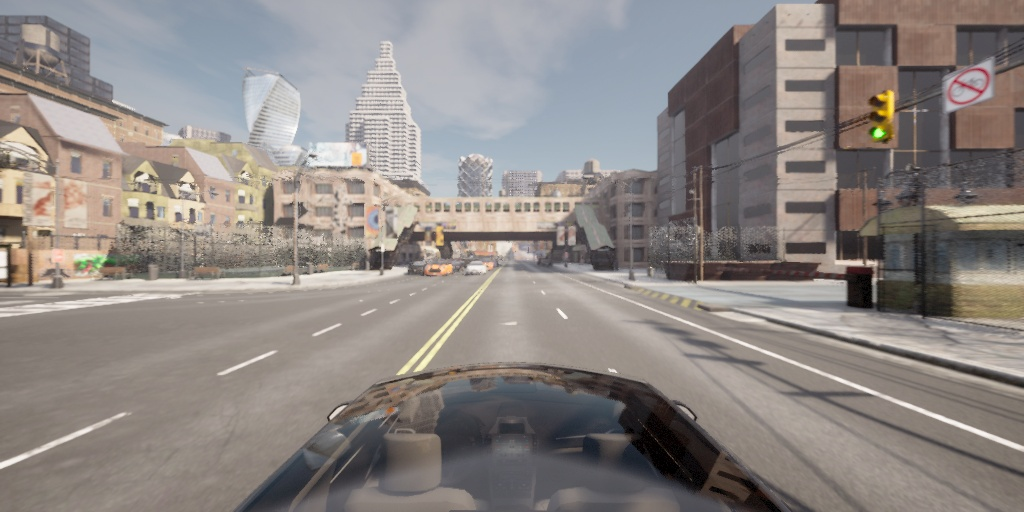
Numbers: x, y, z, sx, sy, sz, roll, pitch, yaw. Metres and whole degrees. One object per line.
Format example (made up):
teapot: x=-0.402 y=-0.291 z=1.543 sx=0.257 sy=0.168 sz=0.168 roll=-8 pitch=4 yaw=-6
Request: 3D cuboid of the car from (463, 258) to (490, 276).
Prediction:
car: x=-3.679 y=1.279 z=37.520 sx=1.812 sy=1.442 sz=4.674 roll=0 pitch=0 yaw=0

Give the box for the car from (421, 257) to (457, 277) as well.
car: x=-7.188 y=1.116 z=35.743 sx=2.097 sy=1.767 sz=4.553 roll=0 pitch=0 yaw=1

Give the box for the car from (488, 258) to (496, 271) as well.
car: x=-3.648 y=1.102 z=49.803 sx=2.097 sy=1.767 sz=4.553 roll=0 pitch=0 yaw=-1

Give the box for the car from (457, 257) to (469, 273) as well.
car: x=-7.096 y=1.249 z=44.522 sx=2.128 sy=1.511 sz=4.902 roll=0 pitch=0 yaw=1

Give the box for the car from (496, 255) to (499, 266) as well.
car: x=-3.720 y=1.103 z=58.507 sx=2.097 sy=1.767 sz=4.553 roll=0 pitch=0 yaw=0
